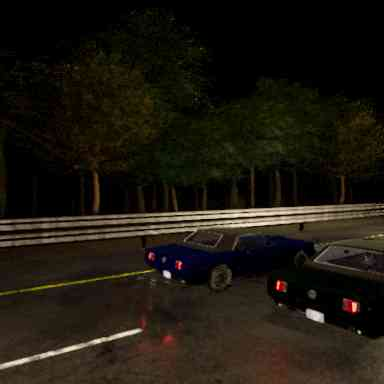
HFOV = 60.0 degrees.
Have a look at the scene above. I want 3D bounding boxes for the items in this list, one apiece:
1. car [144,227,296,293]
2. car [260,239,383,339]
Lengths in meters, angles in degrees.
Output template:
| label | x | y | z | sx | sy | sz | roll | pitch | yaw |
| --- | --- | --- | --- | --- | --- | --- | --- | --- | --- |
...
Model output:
| label | x | y | z | sx | sy | sz | roll | pitch | yaw |
| --- | --- | --- | --- | --- | --- | --- | --- | --- | --- |
| car | 1.234 | 1.608 | 8.918 | 4.718 | 1.301 | 1.895 | 0 | 0 | -35 |
| car | 3.698 | 1.608 | 6.375 | 4.718 | 1.301 | 1.895 | 0 | 0 | -35 |
